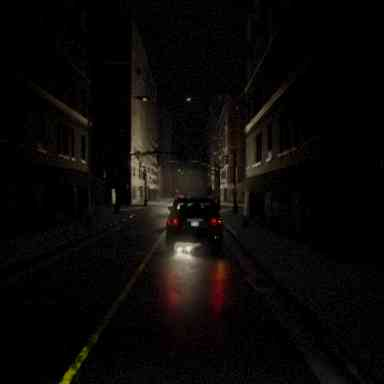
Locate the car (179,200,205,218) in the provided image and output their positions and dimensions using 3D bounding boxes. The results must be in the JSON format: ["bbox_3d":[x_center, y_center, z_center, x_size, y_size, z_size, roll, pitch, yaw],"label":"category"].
[{"bbox_3d":[-0.133,1.503,30.899,2.033,1.411,5.357,0,0,-4],"label":"car"}]

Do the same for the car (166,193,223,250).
[{"bbox_3d":[0.101,1.207,14.404,2.150,2.045,5.566,0,0,0],"label":"car"}]
